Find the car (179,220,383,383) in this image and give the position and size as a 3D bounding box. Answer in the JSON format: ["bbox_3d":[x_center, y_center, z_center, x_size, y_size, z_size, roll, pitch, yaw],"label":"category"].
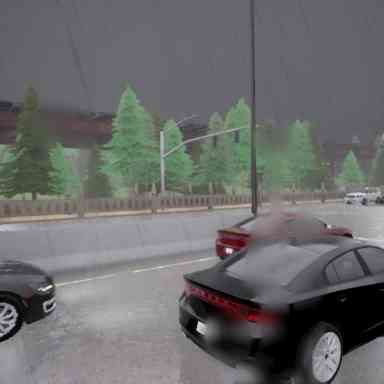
[{"bbox_3d":[2.157,1.421,5.351,5.008,1.535,1.882,-1,1,-35],"label":"car"}]

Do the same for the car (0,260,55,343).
[{"bbox_3d":[-4.585,1.504,4.778,4.892,1.490,1.837,1,0,-36],"label":"car"}]

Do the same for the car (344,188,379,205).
[{"bbox_3d":[20.884,0.504,40.504,5.566,2.045,2.150,-1,1,-36],"label":"car"}]

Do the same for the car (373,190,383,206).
[{"bbox_3d":[23.279,0.765,37.917,4.902,1.511,2.128,-1,1,-36],"label":"car"}]

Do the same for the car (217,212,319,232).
[{"bbox_3d":[2.999,1.358,10.238,5.008,1.535,1.882,-1,1,-35],"label":"car"}]
